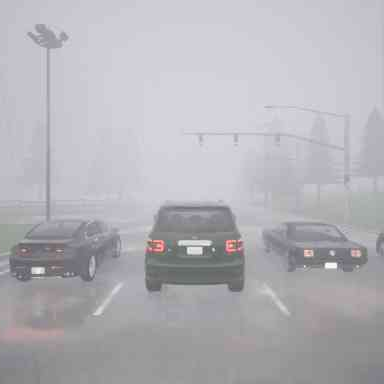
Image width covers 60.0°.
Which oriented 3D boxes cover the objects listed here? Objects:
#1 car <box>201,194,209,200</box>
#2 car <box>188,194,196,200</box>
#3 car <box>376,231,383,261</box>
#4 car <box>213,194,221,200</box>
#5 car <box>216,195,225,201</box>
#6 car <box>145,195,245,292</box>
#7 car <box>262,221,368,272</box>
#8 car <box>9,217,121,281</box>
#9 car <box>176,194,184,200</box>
[{"bbox_3d":[3.573,1.310,93.444,1.882,1.535,5.008,0,0,0],"label":"car"},{"bbox_3d":[0.073,1.357,93.447,2.128,1.511,4.902,0,0,0],"label":"car"},{"bbox_3d":[7.078,1.492,9.208,2.128,1.511,4.902,0,0,0],"label":"car"},{"bbox_3d":[7.073,1.385,93.441,1.994,1.385,4.181,0,0,0],"label":"car"},{"bbox_3d":[7.066,1.544,83.405,1.994,1.385,4.181,0,0,0],"label":"car"},{"bbox_3d":[0.077,1.221,9.088,2.150,2.045,5.566,0,0,0],"label":"car"},{"bbox_3d":[3.587,1.601,10.755,1.895,1.301,4.718,0,0,0],"label":"car"},{"bbox_3d":[-3.419,1.505,9.840,1.837,1.490,4.892,0,0,0],"label":"car"},{"bbox_3d":[-3.427,1.372,93.449,2.033,1.411,5.357,0,0,0],"label":"car"}]
